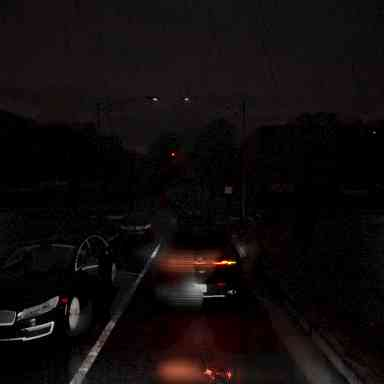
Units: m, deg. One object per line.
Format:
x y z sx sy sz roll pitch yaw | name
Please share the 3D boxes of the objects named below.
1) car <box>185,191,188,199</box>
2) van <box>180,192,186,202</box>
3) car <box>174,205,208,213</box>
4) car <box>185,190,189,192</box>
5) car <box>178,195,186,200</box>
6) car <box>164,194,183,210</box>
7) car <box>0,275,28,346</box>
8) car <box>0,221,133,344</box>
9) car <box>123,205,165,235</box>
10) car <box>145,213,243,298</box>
-2.557 1.318 71.886 2.192 1.841 5.009 -1 0 0 | car
-2.564 1.369 66.343 1.690 1.788 3.998 -1 0 0 | van
0.157 1.604 18.597 1.895 1.301 4.718 0 0 1 | car
-2.517 1.146 94.056 2.192 1.841 5.009 -1 1 0 | car
-2.523 1.443 88.507 2.008 1.369 4.403 -1 0 0 | car
-2.599 1.490 44.187 1.967 1.590 4.097 -2 0 0 | car
-2.657 1.550 1.066 2.008 1.369 4.403 -2 0 0 | car
-2.650 1.549 6.515 2.008 1.369 4.403 -2 0 0 | car
-2.633 1.584 17.410 1.802 1.307 4.206 -2 0 0 | car
0.116 1.503 8.466 1.837 1.490 4.892 0 0 0 | car
